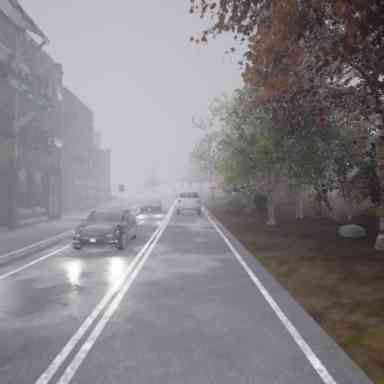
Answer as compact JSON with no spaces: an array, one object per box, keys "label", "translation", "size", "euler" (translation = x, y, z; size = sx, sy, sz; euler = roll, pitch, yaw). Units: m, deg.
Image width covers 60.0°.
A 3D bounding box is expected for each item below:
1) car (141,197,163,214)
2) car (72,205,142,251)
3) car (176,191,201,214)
[{"label":"car","translation":[-3.767,1.223,31.599],"size":[1.812,1.442,4.674],"euler":[0,1,-1]},{"label":"car","translation":[-3.451,1.422,13.892],"size":[1.837,1.490,4.892],"euler":[0,0,-1]},{"label":"car","translation":[-0.334,0.926,31.198],"size":[2.150,2.045,5.566],"euler":[0,1,-2]}]
